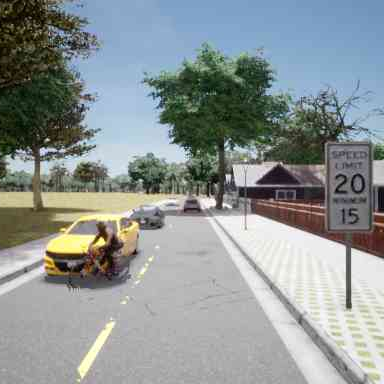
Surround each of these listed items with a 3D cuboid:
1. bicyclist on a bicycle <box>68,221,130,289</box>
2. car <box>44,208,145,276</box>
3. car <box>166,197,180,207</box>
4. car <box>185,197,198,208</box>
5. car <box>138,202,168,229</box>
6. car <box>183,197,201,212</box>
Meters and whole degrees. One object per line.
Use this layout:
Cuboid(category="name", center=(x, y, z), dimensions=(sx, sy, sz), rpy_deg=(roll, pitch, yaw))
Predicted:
Cuboid(category="bicyclist on a bicycle", center=(-2.122, 1.481, 7.976), dimensions=(1.656, 1.620, 0.582), rpy_deg=(0, 13, -45))
Cuboid(category="car", center=(-2.885, 1.480, 10.541), dimensions=(1.882, 1.535, 5.008), rpy_deg=(0, 0, 0))
Cuboid(category="car", center=(-2.934, 1.485, 50.176), dimensions=(1.812, 1.442, 4.674), rpy_deg=(0, 0, 0))
Cuboid(category="car", center=(-0.041, 1.468, 48.705), dimensions=(1.837, 1.490, 4.892), rpy_deg=(0, 0, 0))
Cuboid(category="car", center=(-2.873, 1.566, 21.506), dimensions=(1.994, 1.385, 4.181), rpy_deg=(0, 0, 1))
Cuboid(category="car", center=(0.027, 1.551, 38.827), dimensions=(1.994, 1.385, 4.181), rpy_deg=(0, 0, 1))
